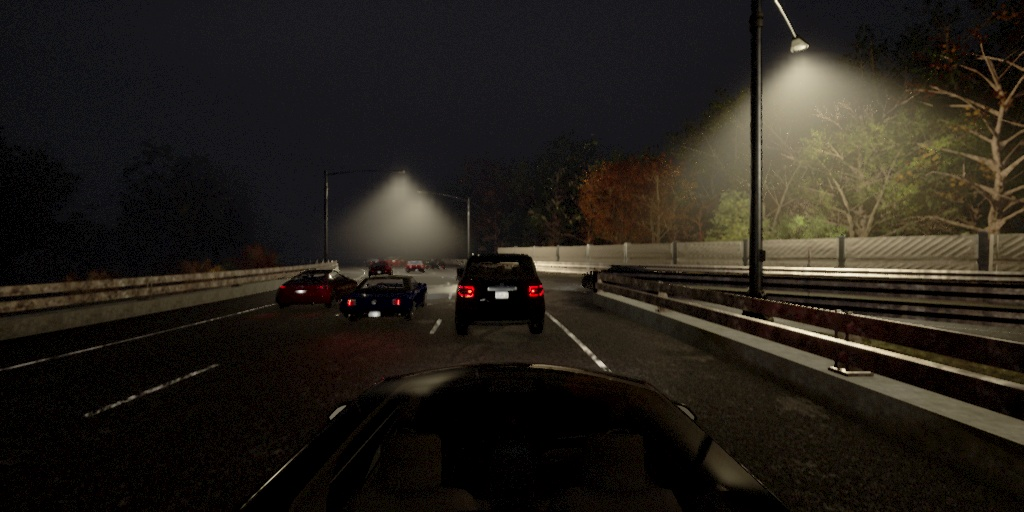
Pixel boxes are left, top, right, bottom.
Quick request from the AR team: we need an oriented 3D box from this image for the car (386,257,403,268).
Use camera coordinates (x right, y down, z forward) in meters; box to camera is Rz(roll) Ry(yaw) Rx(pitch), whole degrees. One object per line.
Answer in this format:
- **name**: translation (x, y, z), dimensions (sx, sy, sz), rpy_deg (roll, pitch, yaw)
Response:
- **car**: translation (-19.508, 0.937, 57.720), dimensions (2.097, 1.767, 4.553), rpy_deg (0, 0, -31)

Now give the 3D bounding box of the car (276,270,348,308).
- **car**: translation (-8.017, 1.274, 15.117), dimensions (1.994, 1.385, 4.181), rpy_deg (0, 0, -8)

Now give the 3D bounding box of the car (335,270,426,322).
- **car**: translation (-4.078, 1.320, 12.204), dimensions (1.895, 1.301, 4.718), rpy_deg (0, 0, -6)

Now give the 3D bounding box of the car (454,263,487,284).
- **car**: translation (-3.255, 1.276, 27.328), dimensions (1.895, 1.301, 4.718), rpy_deg (0, 0, -13)

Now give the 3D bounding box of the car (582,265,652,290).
- **car**: translation (5.980, 1.224, 19.575), dimensions (1.812, 1.442, 4.674), rpy_deg (0, 0, -38)

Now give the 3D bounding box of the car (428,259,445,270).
- **car**: translation (-10.248, 1.121, 47.688), dimensions (1.837, 1.490, 4.892), rpy_deg (0, 0, -26)

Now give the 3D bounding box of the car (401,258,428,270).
- **car**: translation (-11.210, 1.235, 41.088), dimensions (1.895, 1.301, 4.718), rpy_deg (0, 0, -21)

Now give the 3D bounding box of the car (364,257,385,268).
- **car**: translation (-20.544, 1.147, 52.718), dimensions (2.033, 1.411, 5.357), rpy_deg (0, 0, -29)

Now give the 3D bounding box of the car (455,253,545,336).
- **car**: translation (-0.441, 0.946, 10.511), dimensions (2.150, 2.045, 5.566), rpy_deg (0, 0, -5)

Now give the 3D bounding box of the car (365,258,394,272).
- **car**: translation (-11.841, 1.186, 32.268), dimensions (1.812, 1.442, 4.674), rpy_deg (0, 0, -17)
